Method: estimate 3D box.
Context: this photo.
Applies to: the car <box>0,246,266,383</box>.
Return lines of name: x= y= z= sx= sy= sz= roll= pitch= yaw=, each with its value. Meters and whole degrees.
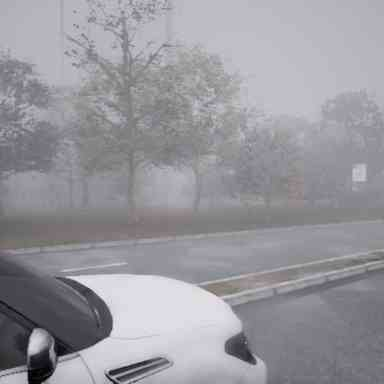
car: x=-2.031 y=1.215 z=1.991 sx=5.566 sy=2.045 sz=2.150 roll=1 pitch=0 yaw=-35
